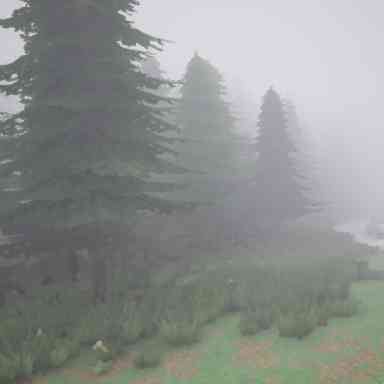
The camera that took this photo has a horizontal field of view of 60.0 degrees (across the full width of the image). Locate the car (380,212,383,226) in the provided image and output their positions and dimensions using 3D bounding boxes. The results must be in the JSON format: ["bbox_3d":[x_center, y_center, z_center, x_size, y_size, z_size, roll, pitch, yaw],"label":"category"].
[{"bbox_3d":[22.365,2.918,36.687,2.033,1.411,5.357,-2,-3,38],"label":"car"}]

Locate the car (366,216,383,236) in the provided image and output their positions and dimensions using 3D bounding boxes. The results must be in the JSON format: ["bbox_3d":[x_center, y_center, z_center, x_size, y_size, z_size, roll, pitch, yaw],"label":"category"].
[{"bbox_3d":[13.711,2.469,23.577,1.812,1.442,4.674,-3,-3,15],"label":"car"}]
